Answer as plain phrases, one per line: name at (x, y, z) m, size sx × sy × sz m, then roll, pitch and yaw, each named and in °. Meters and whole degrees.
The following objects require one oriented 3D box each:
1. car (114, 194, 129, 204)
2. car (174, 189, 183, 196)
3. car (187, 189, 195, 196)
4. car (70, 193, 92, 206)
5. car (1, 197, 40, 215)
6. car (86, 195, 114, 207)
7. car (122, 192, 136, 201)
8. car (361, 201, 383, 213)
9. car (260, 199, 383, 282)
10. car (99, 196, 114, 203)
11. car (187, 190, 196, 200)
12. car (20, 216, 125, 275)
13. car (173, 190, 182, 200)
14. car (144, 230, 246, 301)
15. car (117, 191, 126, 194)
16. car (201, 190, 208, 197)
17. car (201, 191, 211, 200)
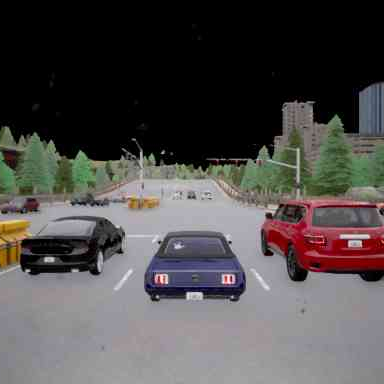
car at (-14.047, 1.524, 64.474) m, size 1.812 × 1.442 × 4.674 m, roll 0°, pitch 0°, yaw 0°
car at (-3.652, 0.163, 91.402) m, size 2.128 × 1.511 × 4.902 m, roll 0°, pitch 7°, yaw 0°
car at (-0.152, 0.163, 91.420) m, size 2.128 × 1.511 × 4.902 m, roll 0°, pitch 7°, yaw 0°
car at (-17.583, 1.221, 53.415) m, size 2.150 × 2.045 × 5.566 m, roll 0°, pitch 0°, yaw 1°
car at (-17.595, 1.352, 34.323) m, size 2.097 × 1.767 × 4.553 m, roll 0°, pitch 0°, yaw 0°
car at (-14.087, 1.547, 51.285) m, size 2.033 × 1.411 × 5.357 m, roll 0°, pitch 0°, yaw 0°
car at (-14.069, 1.242, 75.771) m, size 1.882 × 1.535 × 5.008 m, roll 0°, pitch 2°, yaw 0°
car at (21.141, 1.601, 35.914) m, size 4.718 × 1.301 × 1.895 m, roll 0°, pitch 0°, yaw 0°
car at (3.574, 1.221, 9.936) m, size 2.150 × 2.045 × 5.566 m, roll 0°, pitch 0°, yaw 0°
car at (-17.531, 1.561, 68.751) m, size 1.895 × 1.301 × 4.718 m, roll 0°, pitch 0°, yaw 0°
car at (-0.098, 0.834, 81.231) m, size 2.097 × 1.767 × 4.553 m, roll 0°, pitch 4°, yaw 0°
car at (-3.420, 1.478, 10.481) m, size 1.882 × 1.535 × 5.008 m, roll 0°, pitch 0°, yaw 0°
car at (-3.597, 1.004, 81.181) m, size 1.812 × 1.442 × 4.674 m, roll 0°, pitch 4°, yaw 0°
car at (0.069, 1.601, 8.255) m, size 1.895 × 1.301 × 4.718 m, roll 0°, pitch 0°, yaw 0°
car at (-17.611, 0.583, 83.752) m, size 2.097 × 1.767 × 4.553 m, roll 0°, pitch 3°, yaw 0°
car at (3.353, 0.348, 90.325) m, size 1.895 × 1.301 × 4.718 m, roll 0°, pitch 7°, yaw 0°
car at (3.410, 0.794, 79.866) m, size 2.150 × 2.045 × 5.566 m, roll 0°, pitch 3°, yaw 0°
